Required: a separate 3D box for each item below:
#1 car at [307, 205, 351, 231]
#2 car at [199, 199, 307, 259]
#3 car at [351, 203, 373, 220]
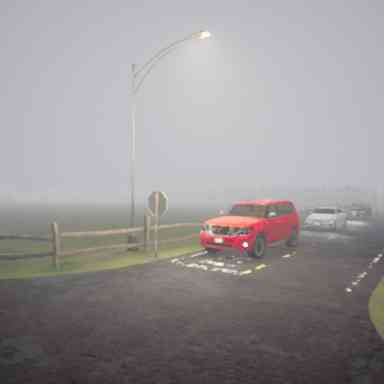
[{"bbox_3d":[9.160,1.731,22.559,1.812,1.442,4.674,0,0,36],"label":"car"},{"bbox_3d":[2.584,1.333,13.601,2.150,2.045,5.566,0,0,37],"label":"car"},{"bbox_3d":[16.188,1.804,32.183,2.128,1.511,4.902,0,0,36],"label":"car"}]
